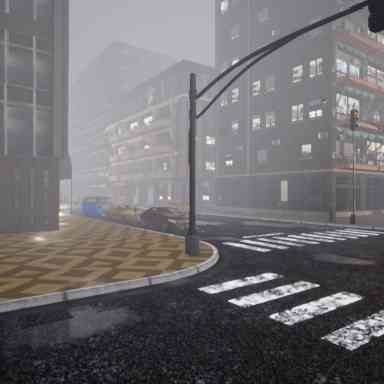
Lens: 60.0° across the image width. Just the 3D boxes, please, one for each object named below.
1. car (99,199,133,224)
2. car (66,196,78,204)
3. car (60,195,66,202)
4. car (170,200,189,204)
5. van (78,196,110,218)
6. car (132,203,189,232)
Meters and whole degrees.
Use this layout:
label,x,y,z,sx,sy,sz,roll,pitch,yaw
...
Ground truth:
label,x,y,z,sx,sy,sz,roll,pitch,yaw
car,-4.861,1.459,24.309,1.752,1.417,4.829,0,0,-36
car,-21.368,1.448,61.681,1.752,1.417,4.829,0,0,-36
car,-27.873,1.361,70.745,1.967,1.590,4.097,0,0,-36
car,-1.554,1.488,34.073,1.752,1.417,4.829,0,0,-36
van,-8.262,1.266,29.049,1.690,1.788,3.998,0,0,-36
car,-1.659,1.526,19.846,1.802,1.307,4.206,0,0,-36
